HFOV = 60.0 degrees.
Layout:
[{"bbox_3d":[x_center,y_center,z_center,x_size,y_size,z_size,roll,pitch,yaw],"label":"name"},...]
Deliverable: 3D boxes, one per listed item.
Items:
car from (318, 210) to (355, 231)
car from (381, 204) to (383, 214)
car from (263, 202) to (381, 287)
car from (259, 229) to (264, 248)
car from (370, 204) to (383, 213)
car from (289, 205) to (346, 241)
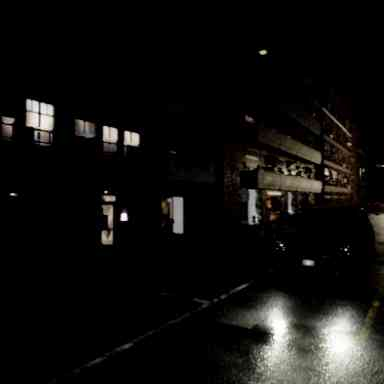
[{"bbox_3d":[10.994,2.105,25.136,1.802,1.307,4.206,-1,-1,34],"label":"car"},{"bbox_3d":[23.575,2.186,43.846,2.192,1.841,5.009,-1,-1,34],"label":"car"},{"bbox_3d":[4.425,1.448,10.567,2.150,2.045,5.566,-1,-2,34],"label":"car"},{"bbox_3d":[4.702,1.788,15.787,1.967,1.590,4.097,-1,-1,34],"label":"car"},{"bbox_3d":[29.868,2.589,53.194,1.887,1.381,4.507,-1,-1,34],"label":"car"},{"bbox_3d":[7.847,1.751,20.466,2.192,1.841,5.009,-1,-1,34],"label":"car"}]
